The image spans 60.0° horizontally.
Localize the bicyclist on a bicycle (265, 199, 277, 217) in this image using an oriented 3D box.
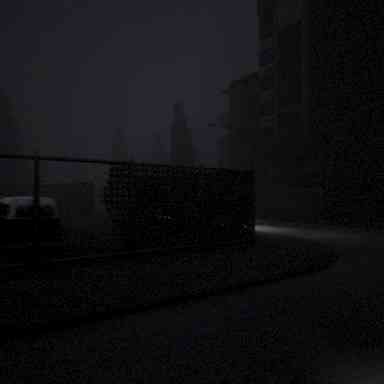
[{"bbox_3d":[7.514,1.525,31.455,1.656,1.620,0.582,0,0,-35],"label":"bicyclist on a bicycle"}]
